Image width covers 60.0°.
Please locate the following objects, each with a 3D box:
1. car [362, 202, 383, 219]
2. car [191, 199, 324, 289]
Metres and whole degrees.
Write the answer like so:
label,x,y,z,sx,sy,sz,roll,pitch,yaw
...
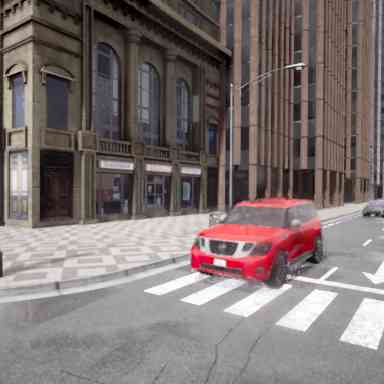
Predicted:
label,x,y,z,sx,sy,sz,roll,pitch,yaw
car,17.032,1.629,30.656,2.033,1.411,5.357,1,0,35
car,2.227,1.253,9.806,2.150,2.045,5.566,1,1,35
